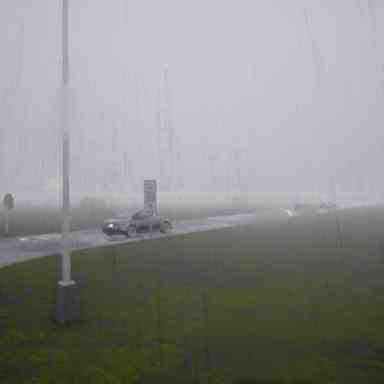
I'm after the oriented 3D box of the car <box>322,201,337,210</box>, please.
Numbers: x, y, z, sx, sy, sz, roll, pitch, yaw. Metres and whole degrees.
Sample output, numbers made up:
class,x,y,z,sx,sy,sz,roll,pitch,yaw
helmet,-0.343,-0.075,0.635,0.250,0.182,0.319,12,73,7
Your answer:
class,x,y,z,sx,sy,sz,roll,pitch,yaw
car,20.922,2.038,51.292,1.895,1.301,4.718,-1,-1,37

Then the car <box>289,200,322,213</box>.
class,x,y,z,sx,sy,sz,roll,pitch,yaw
car,14.703,1.855,42.827,1.882,1.535,5.008,-1,-1,37

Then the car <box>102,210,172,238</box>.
class,x,y,z,sx,sy,sz,roll,pitch,yaw
car,-3.034,1.739,18.975,1.994,1.385,4.181,-1,-1,37
